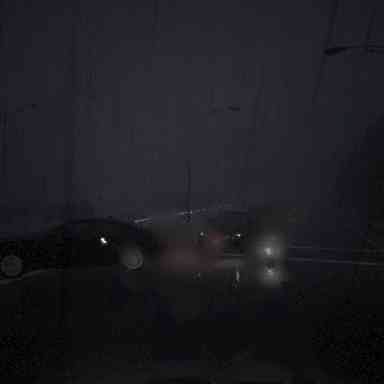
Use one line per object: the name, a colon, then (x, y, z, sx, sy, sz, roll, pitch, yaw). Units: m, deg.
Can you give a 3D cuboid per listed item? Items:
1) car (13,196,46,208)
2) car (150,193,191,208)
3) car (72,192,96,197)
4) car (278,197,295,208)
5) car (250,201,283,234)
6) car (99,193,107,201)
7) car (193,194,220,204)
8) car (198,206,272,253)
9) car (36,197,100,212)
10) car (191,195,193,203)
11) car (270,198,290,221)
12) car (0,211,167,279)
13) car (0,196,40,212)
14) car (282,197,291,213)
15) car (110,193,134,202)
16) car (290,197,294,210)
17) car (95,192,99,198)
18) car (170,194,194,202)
car: (-21.645, 1.273, 44.288, 3.633, 1.501, 1.845, 0, 0, 19)
car: (-2.917, 1.074, 41.759, 4.605, 1.855, 1.932, 0, 0, 19)
car: (-18.401, 1.249, 53.739, 4.514, 1.523, 2.007, 0, 0, 19)
car: (13.596, 1.468, 47.653, 2.128, 1.511, 4.902, 0, 0, 19)
car: (3.984, 1.490, 19.282, 1.837, 1.490, 4.892, 0, 0, 19)
car: (-20.131, 1.014, 70.946, 3.866, 1.878, 1.905, 0, 0, 19)
car: (1.727, 1.126, 56.763, 5.027, 1.636, 2.152, 0, 0, 19)
car: (1.832, 1.514, 13.876, 1.812, 1.442, 4.674, 0, 0, 24)
car: (-9.006, 1.356, 24.201, 3.633, 1.501, 1.845, 0, 0, 19)
car: (-2.376, 1.053, 44.644, 3.866, 1.878, 1.905, 0, 0, 19)
car: (5.901, 1.475, 24.927, 2.128, 1.511, 4.902, 0, 0, 19)
car: (-3.271, 1.475, 9.857, 5.008, 1.535, 1.882, 0, 0, -15)
car: (-15.079, 1.356, 29.404, 3.806, 1.475, 1.970, 0, 0, 19)
car: (7.785, 1.487, 30.488, 1.837, 1.490, 4.892, 0, 0, 19)
car: (-13.732, 1.046, 65.310, 4.605, 1.855, 1.932, 0, 0, 19)
car: (9.830, 1.544, 36.525, 1.994, 1.385, 4.181, 0, 0, 19)
car: (-21.776, 1.298, 67.993, 3.806, 1.475, 1.970, 0, 0, 19)
car: (-2.024, 1.258, 68.675, 4.514, 1.523, 2.007, 0, 0, 19)
